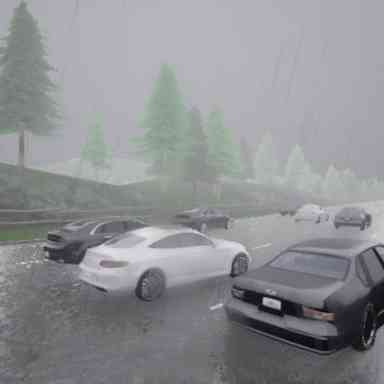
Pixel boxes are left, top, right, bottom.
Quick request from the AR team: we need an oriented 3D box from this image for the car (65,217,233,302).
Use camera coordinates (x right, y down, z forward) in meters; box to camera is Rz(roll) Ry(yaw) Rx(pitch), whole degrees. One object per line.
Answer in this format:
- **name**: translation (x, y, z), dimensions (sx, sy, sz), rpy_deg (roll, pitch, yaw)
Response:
- **car**: translation (-0.468, 1.591, 8.445), dimensions (4.674, 1.442, 1.812), rpy_deg (1, 0, -42)

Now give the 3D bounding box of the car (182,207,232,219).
- **car**: translation (0.776, 1.671, 20.444), dimensions (1.837, 1.490, 4.892), rpy_deg (0, -1, 36)

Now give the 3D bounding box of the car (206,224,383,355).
- **car**: translation (2.894, 1.614, 6.375), dimensions (5.357, 1.411, 2.033), rpy_deg (1, -1, -44)

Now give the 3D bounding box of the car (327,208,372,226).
- **car**: translation (11.242, 1.794, 23.116), dimensions (2.033, 1.411, 5.357), rpy_deg (0, -1, 34)

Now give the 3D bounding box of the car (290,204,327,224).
- **car**: translation (9.928, 1.799, 27.443), dimensions (1.812, 1.442, 4.674), rpy_deg (0, -1, 34)

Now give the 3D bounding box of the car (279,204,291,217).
- **car**: translation (10.895, 1.941, 35.095), dimensions (1.895, 1.301, 4.718), rpy_deg (0, -1, 34)

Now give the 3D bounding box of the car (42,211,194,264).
- **car**: translation (-2.435, 1.583, 11.334), dimensions (4.892, 1.490, 1.837), rpy_deg (1, 0, -43)
